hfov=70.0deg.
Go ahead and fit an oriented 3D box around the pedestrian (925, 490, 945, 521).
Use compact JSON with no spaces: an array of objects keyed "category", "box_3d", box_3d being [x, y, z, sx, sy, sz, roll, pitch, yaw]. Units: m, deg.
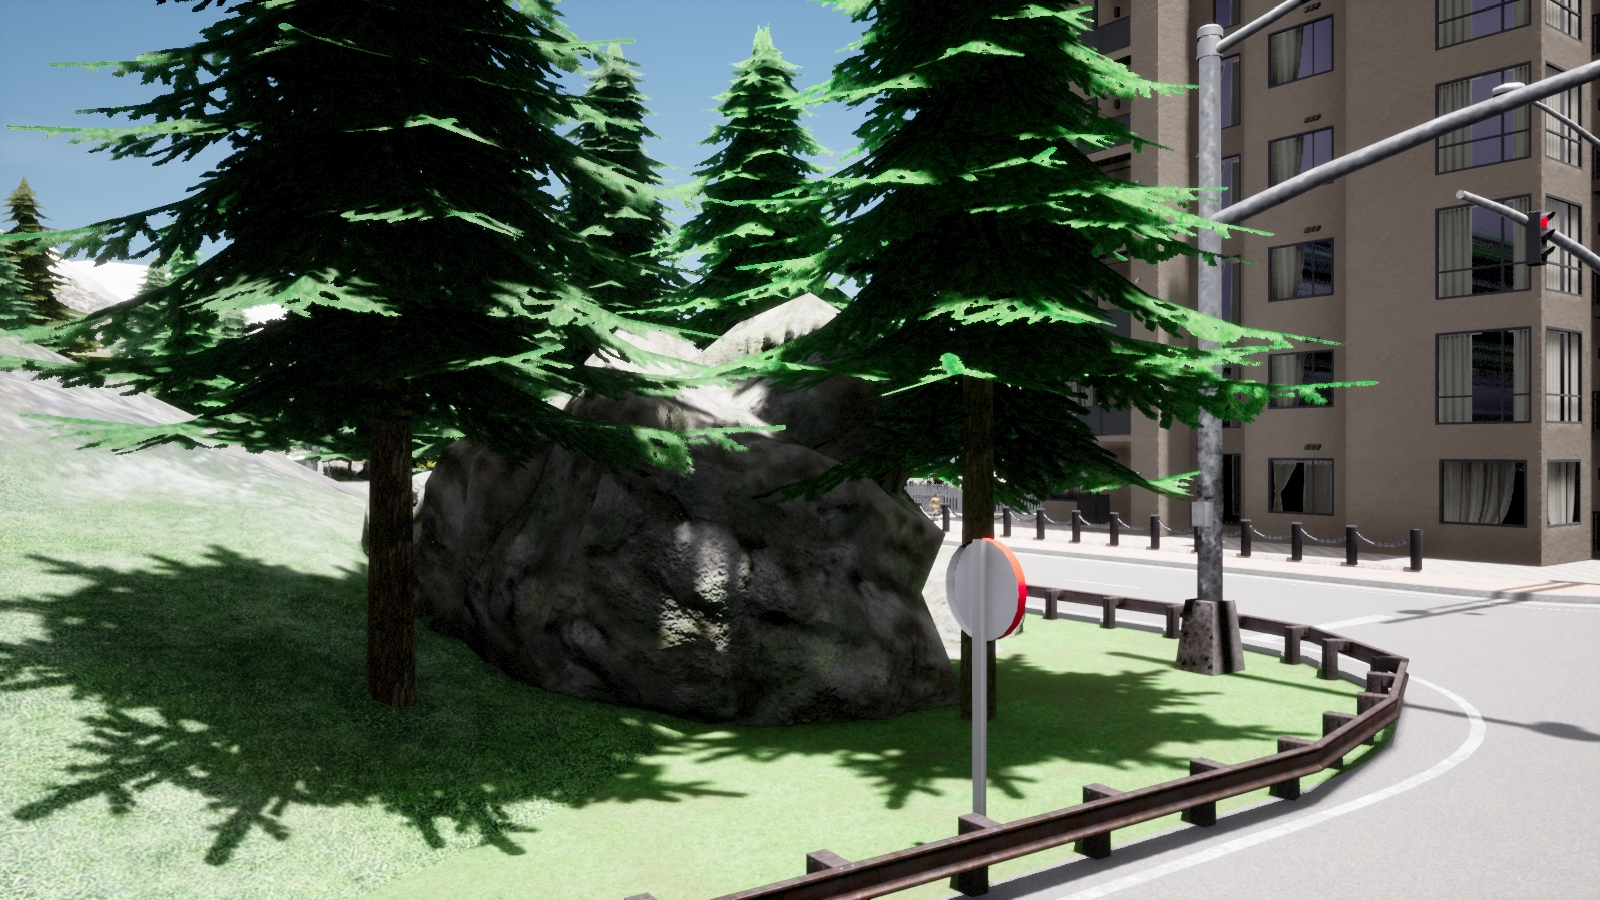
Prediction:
[{"category":"pedestrian","box_3d":[4.937,2.040,41.777,0.500,1.100,0.500,0,0,-30]}]
